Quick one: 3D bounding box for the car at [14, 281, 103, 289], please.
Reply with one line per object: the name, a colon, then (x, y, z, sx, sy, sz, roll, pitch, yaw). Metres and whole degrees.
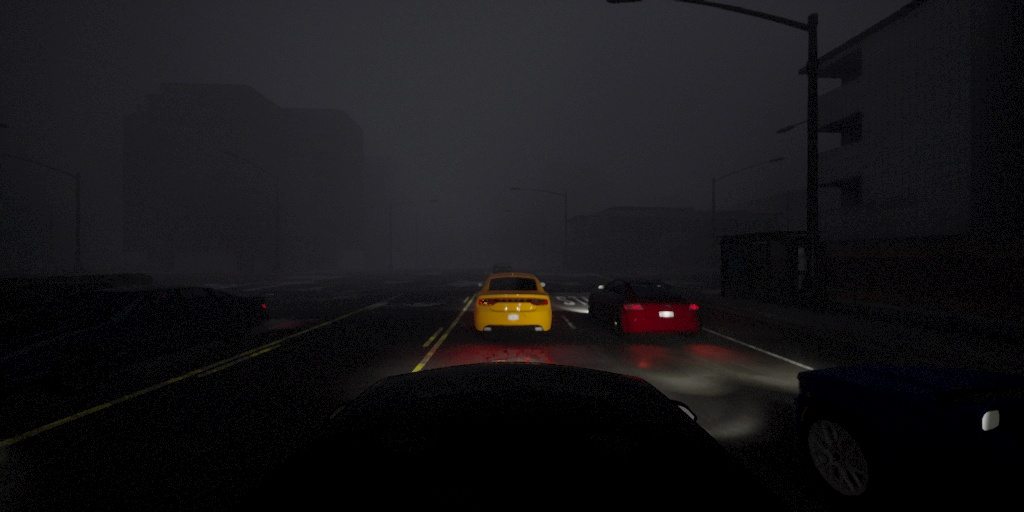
car: (-10.623, 1.306, 8.356, 1.994, 1.385, 4.181, 0, 0, 0)

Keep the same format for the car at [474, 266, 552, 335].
car: (0.002, 1.217, 10.486, 1.882, 1.535, 5.008, 0, 0, -1)

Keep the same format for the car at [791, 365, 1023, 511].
car: (3.565, 1.228, 1.326, 1.882, 1.535, 5.008, 0, 0, 0)

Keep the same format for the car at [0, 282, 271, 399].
car: (-7.115, 1.291, 6.831, 2.033, 1.411, 5.357, 0, 0, 0)

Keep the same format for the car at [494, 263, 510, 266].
car: (-1.004, 1.354, 36.031, 1.895, 1.301, 4.718, 0, 0, -3)

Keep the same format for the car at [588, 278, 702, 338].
car: (3.507, 1.304, 10.218, 1.994, 1.385, 4.181, 0, 0, -1)
